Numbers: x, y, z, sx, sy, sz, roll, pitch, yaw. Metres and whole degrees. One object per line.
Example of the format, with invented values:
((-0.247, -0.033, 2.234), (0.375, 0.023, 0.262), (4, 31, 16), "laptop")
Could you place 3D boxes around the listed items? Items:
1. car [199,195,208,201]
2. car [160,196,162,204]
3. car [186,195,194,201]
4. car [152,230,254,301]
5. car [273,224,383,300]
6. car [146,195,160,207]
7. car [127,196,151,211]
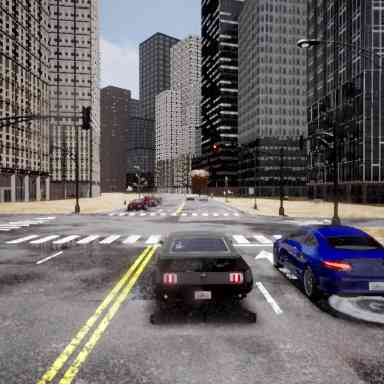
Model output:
((2.772, 1.397, 80.574), (1.812, 1.442, 4.674), (0, 0, -4), "car")
((-6.540, 1.416, 60.902), (2.128, 1.511, 4.902), (0, 0, 0), "car")
((-0.477, 1.469, 80.459), (1.895, 1.301, 4.718), (0, 0, -4), "car")
((0.106, 1.598, 8.302), (1.895, 1.301, 4.718), (0, 0, -3), "car")
((3.349, 1.523, 8.272), (1.812, 1.442, 4.674), (0, 0, 1), "car")
((-6.551, 1.299, 50.611), (2.097, 1.767, 4.553), (0, 0, 0), "car")
((-6.561, 1.530, 40.362), (1.994, 1.385, 4.181), (0, 0, 0), "car")
